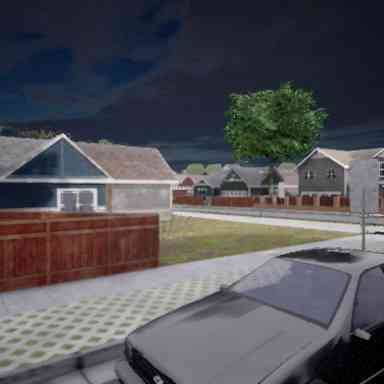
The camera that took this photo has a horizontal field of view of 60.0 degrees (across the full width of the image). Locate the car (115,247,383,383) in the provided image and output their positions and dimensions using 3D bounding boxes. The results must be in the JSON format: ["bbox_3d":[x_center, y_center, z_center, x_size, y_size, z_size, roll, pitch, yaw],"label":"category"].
[{"bbox_3d":[1.817,1.514,4.347,5.357,1.411,2.033,-1,0,-35],"label":"car"}]
